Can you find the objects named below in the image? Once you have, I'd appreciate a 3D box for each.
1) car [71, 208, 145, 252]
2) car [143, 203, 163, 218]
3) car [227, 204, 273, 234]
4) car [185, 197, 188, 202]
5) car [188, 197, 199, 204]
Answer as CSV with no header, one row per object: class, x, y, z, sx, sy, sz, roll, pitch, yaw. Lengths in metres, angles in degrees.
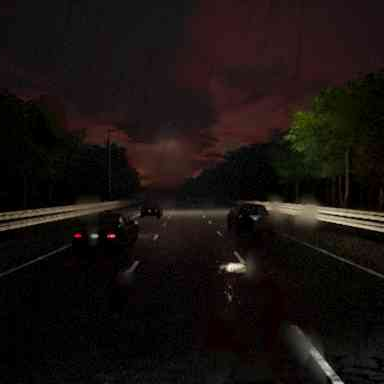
car,-3.510,1.642,14.359,2.033,1.411,5.357,0,0,-1
car,-3.879,1.761,32.367,2.033,1.411,5.357,0,0,-2
car,3.395,1.483,20.128,2.097,1.767,4.553,0,0,-1
car,-0.098,2.382,92.155,1.994,1.385,4.181,0,-1,-4
car,0.700,2.291,81.134,1.895,1.301,4.718,0,-1,-4
